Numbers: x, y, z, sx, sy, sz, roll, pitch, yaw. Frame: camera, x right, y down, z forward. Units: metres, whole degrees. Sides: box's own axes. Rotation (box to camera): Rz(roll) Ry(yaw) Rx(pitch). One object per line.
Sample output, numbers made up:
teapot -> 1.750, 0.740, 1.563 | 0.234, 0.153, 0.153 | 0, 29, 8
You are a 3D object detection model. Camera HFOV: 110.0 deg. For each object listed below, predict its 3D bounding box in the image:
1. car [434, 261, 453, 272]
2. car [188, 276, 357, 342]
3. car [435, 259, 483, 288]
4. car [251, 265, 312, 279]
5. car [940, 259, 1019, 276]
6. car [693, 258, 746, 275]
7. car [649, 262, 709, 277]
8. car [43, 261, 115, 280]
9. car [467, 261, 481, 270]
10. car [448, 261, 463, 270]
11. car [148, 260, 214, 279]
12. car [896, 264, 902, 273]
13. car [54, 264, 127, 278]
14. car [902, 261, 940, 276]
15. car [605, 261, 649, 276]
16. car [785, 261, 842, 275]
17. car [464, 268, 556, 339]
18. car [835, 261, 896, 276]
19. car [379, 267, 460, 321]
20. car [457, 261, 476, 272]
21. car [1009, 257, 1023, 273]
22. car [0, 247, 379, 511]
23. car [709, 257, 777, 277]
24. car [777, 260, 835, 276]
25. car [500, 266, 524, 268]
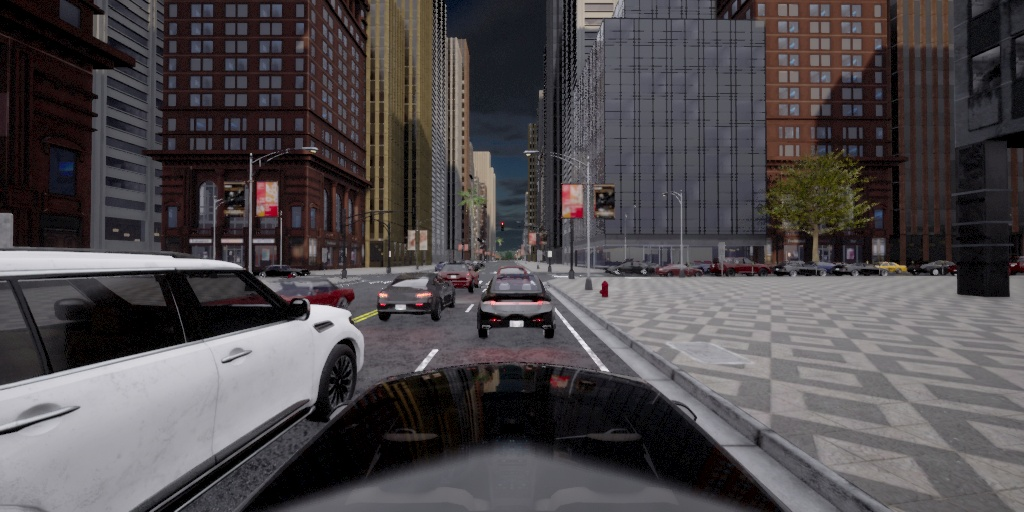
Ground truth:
car -> -9.834, 1.494, 51.977 | 1.812, 1.442, 4.674 | 0, 0, 0
car -> -6.600, 1.359, 10.704 | 1.895, 1.301, 4.718 | 0, 0, 0
car -> -3.148, 1.141, 21.417 | 2.097, 1.767, 4.553 | 0, 0, 0
car -> -22.397, 1.526, 35.011 | 4.718, 1.301, 1.895 | 0, -1, -3
car -> 43.507, 1.212, 33.416 | 4.507, 1.381, 1.888 | 0, 0, -1
car -> 22.414, 1.140, 38.866 | 4.553, 1.767, 2.097 | 0, -1, -1
car -> 15.318, 1.326, 32.980 | 4.207, 1.307, 1.802 | 0, 0, -1
car -> -42.269, 1.369, 35.046 | 4.553, 1.767, 2.097 | 0, -1, 1
car -> -6.570, 1.564, 62.057 | 1.812, 1.442, 4.674 | 0, -1, 0
car -> -9.814, 1.567, 62.520 | 1.812, 1.442, 4.674 | 0, 0, 1
car -> -32.215, 1.322, 35.023 | 4.553, 1.767, 2.097 | 0, -1, 0
car -> 43.211, 1.294, 41.936 | 4.829, 1.417, 1.751 | 0, 0, -1
car -> -44.869, 1.614, 38.226 | 5.357, 1.411, 2.033 | 0, -1, 0
car -> 42.856, 1.204, 36.031 | 4.892, 1.490, 1.837 | 0, -1, -1
car -> 12.490, 1.328, 38.712 | 4.892, 1.490, 1.837 | 0, -1, -1
car -> 32.781, 1.285, 39.016 | 4.674, 1.442, 1.812 | 0, -1, -1
car -> 0.099, 1.248, 10.124 | 2.128, 1.511, 4.902 | 0, 0, 0
car -> 32.231, 1.258, 33.241 | 4.313, 1.339, 1.948 | 0, 0, -1
car -> -3.149, 1.287, 12.437 | 1.812, 1.442, 4.674 | 0, 0, 0
car -> -6.594, 1.461, 52.251 | 2.128, 1.511, 4.902 | 0, 0, 0
car -> 49.145, 0.971, 33.502 | 5.009, 1.841, 2.192 | 0, 0, -1
car -> -3.155, 0.972, 2.658 | 2.150, 2.045, 5.566 | 0, 0, 0
car -> 20.957, 1.040, 33.067 | 5.009, 1.841, 2.192 | 0, 0, -1
car -> 26.594, 1.274, 33.154 | 4.313, 1.339, 1.948 | 0, 0, -1
car -> 0.001, 1.259, 19.625 | 1.882, 1.535, 5.008 | 0, 0, 0
